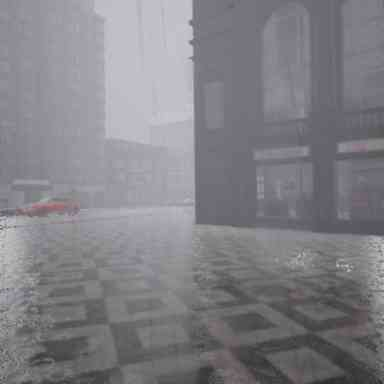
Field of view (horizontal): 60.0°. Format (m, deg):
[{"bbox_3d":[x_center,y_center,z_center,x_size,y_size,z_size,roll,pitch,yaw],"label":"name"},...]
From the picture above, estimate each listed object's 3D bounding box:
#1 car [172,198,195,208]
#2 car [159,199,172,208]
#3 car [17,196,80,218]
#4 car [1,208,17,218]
[{"bbox_3d":[-0.499,1.714,52.342,1.812,1.442,4.674,-1,-1,36],"label":"car"},{"bbox_3d":[-3.509,1.810,53.725,1.994,1.385,4.181,-1,-1,36],"label":"car"},{"bbox_3d":[-13.949,1.451,33.371,2.150,2.045,5.566,-1,-1,35],"label":"car"},{"bbox_3d":[-17.080,1.888,34.556,1.895,1.301,4.718,-1,-1,35],"label":"car"}]
